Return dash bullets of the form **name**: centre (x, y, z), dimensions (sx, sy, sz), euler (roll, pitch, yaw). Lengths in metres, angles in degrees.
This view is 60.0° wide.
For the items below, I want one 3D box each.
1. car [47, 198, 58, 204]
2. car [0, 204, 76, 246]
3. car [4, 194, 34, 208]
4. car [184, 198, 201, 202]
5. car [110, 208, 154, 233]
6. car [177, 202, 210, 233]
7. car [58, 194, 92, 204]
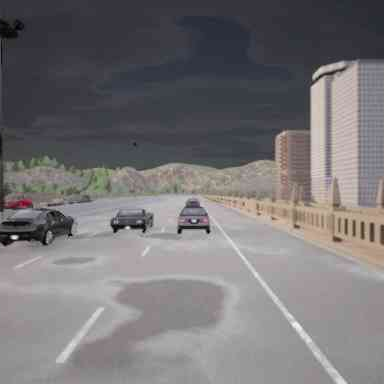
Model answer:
- **car**: centre (-17.521, 1.533, 44.317), dimensions (1.882, 1.535, 5.008), euler (0, 0, 1)
- **car**: centre (-6.898, 1.510, 15.348), dimensions (1.837, 1.490, 4.892), euler (0, 0, 0)
- **car**: centre (-21.025, 1.269, 39.644), dimensions (2.150, 2.045, 5.566), euler (0, 0, 0)
- **car**: centre (0.107, 1.557, 42.634), dimensions (1.837, 1.490, 4.892), euler (0, 0, 0)
- **car**: centre (-3.398, 1.610, 19.818), dimensions (1.895, 1.301, 4.718), euler (0, 0, 0)
- **car**: centre (0.103, 1.557, 19.791), dimensions (2.033, 1.411, 5.357), euler (0, 0, 0)
- **car**: centre (-14.026, 1.272, 40.917), dimensions (2.150, 2.045, 5.566), euler (0, 0, 0)
